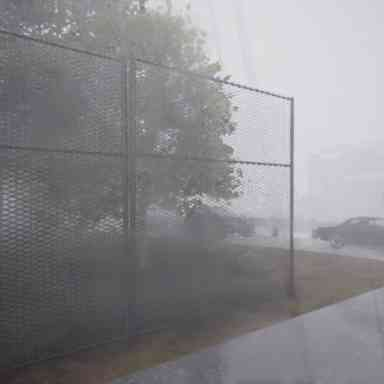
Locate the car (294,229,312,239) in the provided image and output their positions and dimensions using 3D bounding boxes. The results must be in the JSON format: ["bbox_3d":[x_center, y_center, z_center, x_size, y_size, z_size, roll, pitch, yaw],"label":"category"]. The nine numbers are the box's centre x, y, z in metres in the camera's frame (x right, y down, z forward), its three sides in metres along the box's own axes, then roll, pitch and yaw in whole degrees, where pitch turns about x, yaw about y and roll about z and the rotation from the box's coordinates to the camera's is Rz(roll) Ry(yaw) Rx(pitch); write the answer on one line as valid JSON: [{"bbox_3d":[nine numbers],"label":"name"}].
[{"bbox_3d":[7.889,4.441,25.432,2.435,2.045,5.566,0,1,36],"label":"car"}]

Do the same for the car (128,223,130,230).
[{"bbox_3d":[-5.470,3.257,33.043,1.895,1.301,4.718,-1,-4,-34],"label":"car"}]

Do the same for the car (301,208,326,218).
[{"bbox_3d":[30.670,5.279,83.891,5.566,2.045,2.435,1,0,35],"label":"car"}]

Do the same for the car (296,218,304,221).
[{"bbox_3d":[15.821,4.510,43.796,1.946,1.575,5.366,0,0,36],"label":"car"}]

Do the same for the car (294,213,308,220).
[{"bbox_3d":[14.297,4.388,46.431,2.185,1.767,4.553,0,0,36],"label":"car"}]

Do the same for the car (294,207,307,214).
[{"bbox_3d":[28.193,5.346,82.201,4.553,1.767,2.185,1,0,36],"label":"car"}]

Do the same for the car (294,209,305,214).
[{"bbox_3d":[23.246,5.353,78.771,5.008,1.535,2.097,1,0,36],"label":"car"}]

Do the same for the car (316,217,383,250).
[{"bbox_3d":[7.564,1.683,13.380,1.895,1.301,4.718,-1,-1,-33],"label":"car"}]
